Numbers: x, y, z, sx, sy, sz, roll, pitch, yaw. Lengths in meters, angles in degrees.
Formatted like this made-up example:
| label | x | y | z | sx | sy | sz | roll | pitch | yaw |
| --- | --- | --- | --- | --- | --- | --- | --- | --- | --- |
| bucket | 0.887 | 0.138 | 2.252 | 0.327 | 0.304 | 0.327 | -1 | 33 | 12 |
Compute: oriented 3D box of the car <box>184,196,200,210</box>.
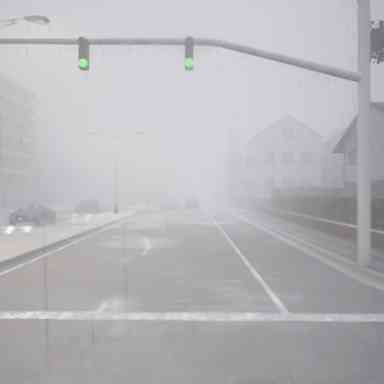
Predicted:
| label | x | y | z | sx | sy | sz | roll | pitch | yaw |
| --- | --- | --- | --- | --- | --- | --- | --- | --- | --- |
| car | 0.010 | 1.582 | 45.207 | 1.837 | 1.490 | 4.892 | 0 | 0 | 0 |

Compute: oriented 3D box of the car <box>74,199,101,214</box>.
| label | x | y | z | sx | sy | sz | roll | pitch | yaw |
| --- | --- | --- | --- | --- | --- | --- | --- | --- | --- |
| car | -11.574 | 1.564 | 37.088 | 1.837 | 1.490 | 4.892 | 0 | 2 | 0 |

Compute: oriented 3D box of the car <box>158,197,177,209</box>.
| label | x | y | z | sx | sy | sz | roll | pitch | yaw |
| --- | --- | --- | --- | --- | --- | --- | --- | --- | --- |
| car | -3.490 | 1.604 | 45.625 | 1.812 | 1.442 | 4.674 | 0 | 0 | 0 |

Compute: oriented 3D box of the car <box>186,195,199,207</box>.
| label | x | y | z | sx | sy | sz | roll | pitch | yaw |
| --- | --- | --- | --- | --- | --- | --- | --- | --- | --- |
| car | 0.012 | 1.447 | 55.594 | 2.097 | 1.767 | 4.553 | 0 | 0 | 0 |

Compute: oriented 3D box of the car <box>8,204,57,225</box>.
| label | x | y | z | sx | sy | sz | roll | pitch | yaw |
| --- | --- | --- | --- | --- | --- | --- | --- | --- | --- |
| car | -11.586 | 1.607 | 24.393 | 1.994 | 1.385 | 4.181 | 0 | 0 | 0 |
